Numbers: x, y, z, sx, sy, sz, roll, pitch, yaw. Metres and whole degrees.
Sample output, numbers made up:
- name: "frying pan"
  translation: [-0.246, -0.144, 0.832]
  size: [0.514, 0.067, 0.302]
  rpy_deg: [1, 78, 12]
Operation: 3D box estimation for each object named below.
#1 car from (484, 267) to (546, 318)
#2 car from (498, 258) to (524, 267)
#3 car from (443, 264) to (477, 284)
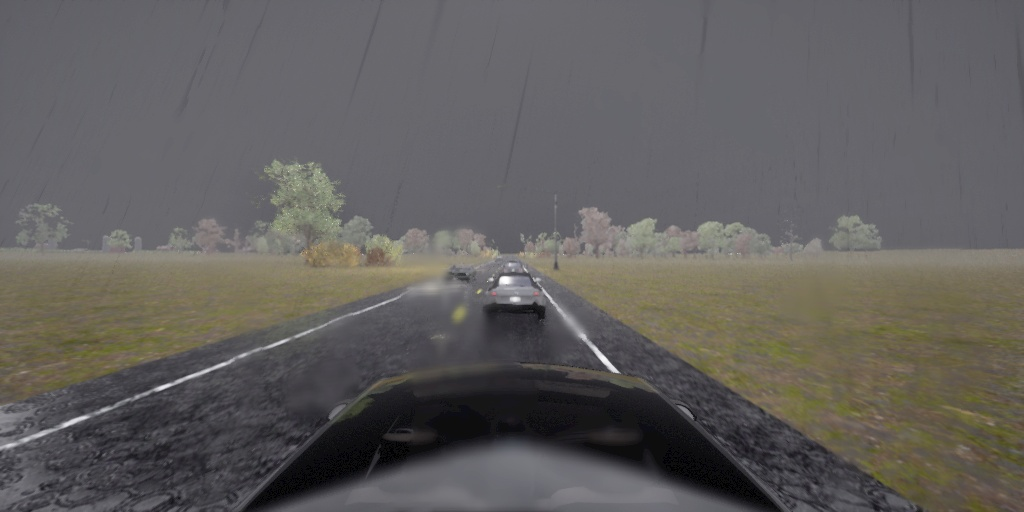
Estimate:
- name: "car"
  translation: [0.096, 1.258, 12.750]
  size: [1.994, 1.385, 4.181]
  rpy_deg: [0, 0, 0]
- name: "car"
  translation: [0.088, 1.149, 30.811]
  size: [2.033, 1.411, 5.357]
  rpy_deg: [0, 0, 0]
- name: "car"
  translation: [-3.602, 1.230, 25.430]
  size: [1.895, 1.301, 4.718]
  rpy_deg: [0, 0, 0]
